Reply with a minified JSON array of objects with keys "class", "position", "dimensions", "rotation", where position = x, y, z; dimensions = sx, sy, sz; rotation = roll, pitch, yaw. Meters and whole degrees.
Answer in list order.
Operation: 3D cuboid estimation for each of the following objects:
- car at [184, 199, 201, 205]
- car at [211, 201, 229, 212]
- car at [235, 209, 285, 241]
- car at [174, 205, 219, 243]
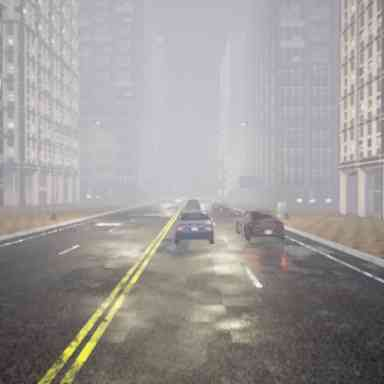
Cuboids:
[{"class":"car","position":[0.108,1.654,42.925],"dimensions":[1.837,1.490,4.892],"rotation":[0,0,0]},{"class":"car","position":[3.359,1.742,40.660],"dimensions":[1.895,1.301,4.718],"rotation":[0,0,0]},{"class":"car","position":[3.355,1.589,16.896],"dimensions":[1.812,1.442,4.674],"rotation":[0,0,0]},{"class":"car","position":[0.103,1.609,16.352],"dimensions":[2.033,1.411,5.357],"rotation":[0,0,0]}]
